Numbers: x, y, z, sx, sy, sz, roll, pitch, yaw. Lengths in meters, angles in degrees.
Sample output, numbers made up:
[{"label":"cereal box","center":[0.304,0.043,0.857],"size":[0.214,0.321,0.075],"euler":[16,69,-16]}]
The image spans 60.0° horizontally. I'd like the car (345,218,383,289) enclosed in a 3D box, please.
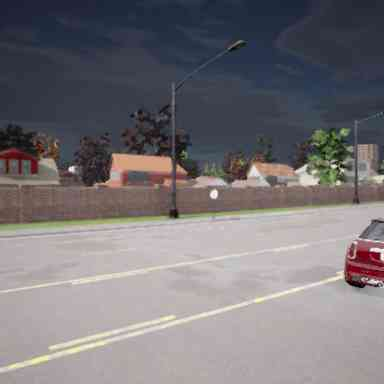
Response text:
[{"label":"car","center":[5.660,1.315,7.845],"size":[4.553,1.767,2.097],"euler":[-1,0,-35]}]
